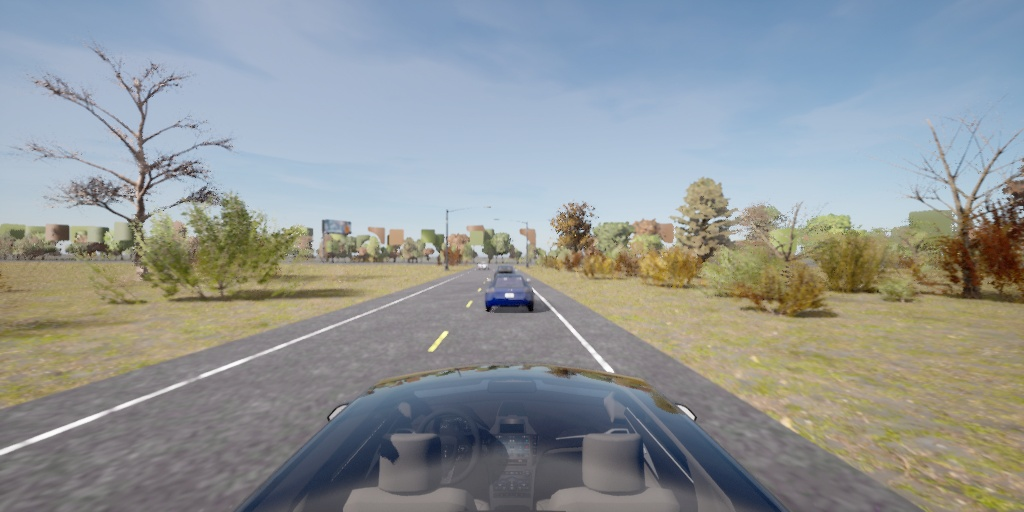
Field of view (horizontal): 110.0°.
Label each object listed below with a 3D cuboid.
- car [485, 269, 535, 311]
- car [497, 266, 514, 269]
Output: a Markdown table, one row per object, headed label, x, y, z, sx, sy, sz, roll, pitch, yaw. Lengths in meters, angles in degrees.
| label | x | y | z | sx | sy | sz | roll | pitch | yaw |
| --- | --- | --- | --- | --- | --- | --- | --- | --- | --- |
| car | -0.125 | 1.451 | 15.383 | 1.994 | 1.385 | 4.181 | 0 | 0 | -1 |
| car | -0.579 | 1.534 | 30.439 | 1.837 | 1.490 | 4.892 | 0 | 0 | -1 |
